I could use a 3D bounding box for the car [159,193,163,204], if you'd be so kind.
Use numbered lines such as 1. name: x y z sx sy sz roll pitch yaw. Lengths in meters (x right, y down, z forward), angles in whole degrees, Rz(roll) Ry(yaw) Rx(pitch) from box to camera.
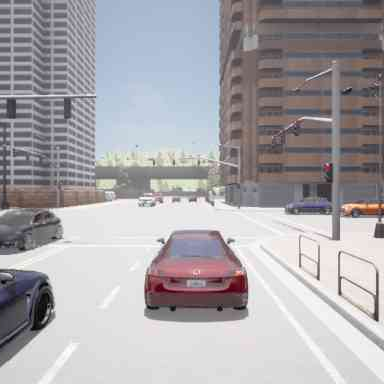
1. car: -6.913 1.222 65.614 2.150 2.045 5.566 0 0 1

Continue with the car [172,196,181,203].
1. car: -3.338 1.542 71.995 2.033 1.411 5.357 0 0 0

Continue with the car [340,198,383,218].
1. car: 15.571 1.352 29.652 4.553 1.767 2.097 0 0 1

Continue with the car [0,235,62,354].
1. car: -3.432 1.564 4.247 1.994 1.385 4.181 0 0 1

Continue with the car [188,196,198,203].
1. car: 0.155 1.516 72.289 2.128 1.511 4.902 0 0 0

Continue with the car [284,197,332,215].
1. car: 11.601 1.352 33.240 4.553 1.767 2.097 0 0 2

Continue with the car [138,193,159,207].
1. car: -7.001 1.221 52.214 2.150 2.045 5.566 0 0 0

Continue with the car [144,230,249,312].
1. car: 0.094 1.564 7.815 1.994 1.385 4.181 0 0 1

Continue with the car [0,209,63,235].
1. car: -7.075 1.505 14.033 1.837 1.490 4.892 0 0 0
